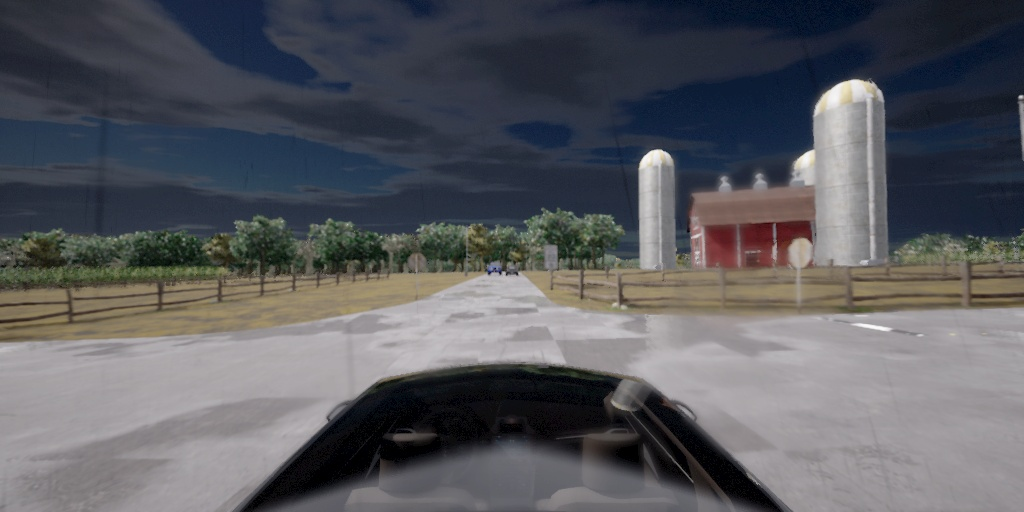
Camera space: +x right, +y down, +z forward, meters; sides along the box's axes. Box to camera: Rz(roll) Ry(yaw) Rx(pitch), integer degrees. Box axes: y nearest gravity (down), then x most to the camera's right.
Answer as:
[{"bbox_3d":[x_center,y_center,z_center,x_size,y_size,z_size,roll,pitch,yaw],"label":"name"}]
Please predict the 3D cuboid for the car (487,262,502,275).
[{"bbox_3d":[-2.743,2.055,58.166,2.150,2.045,5.566,0,-1,0],"label":"car"}]

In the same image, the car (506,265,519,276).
[{"bbox_3d":[0.006,2.244,53.586,1.812,1.442,4.674,0,-1,0],"label":"car"}]
